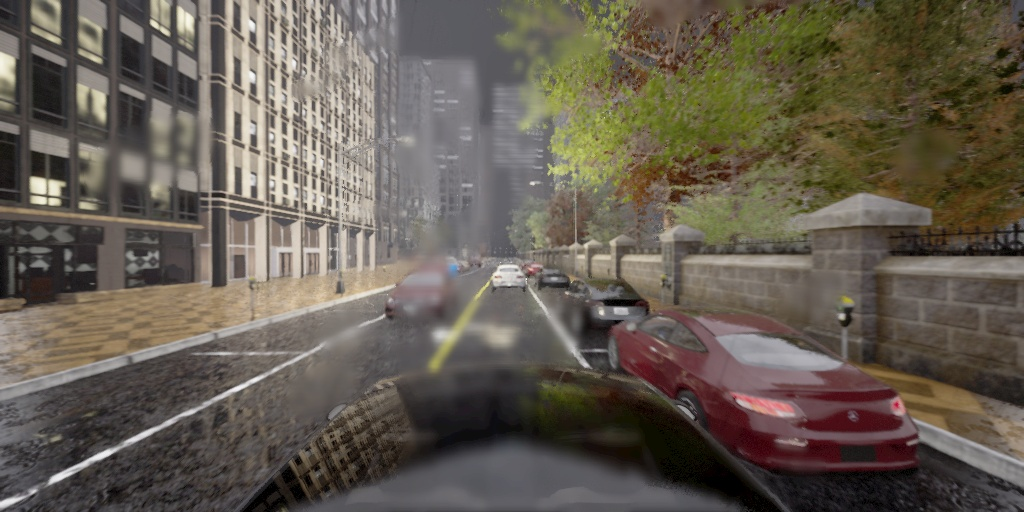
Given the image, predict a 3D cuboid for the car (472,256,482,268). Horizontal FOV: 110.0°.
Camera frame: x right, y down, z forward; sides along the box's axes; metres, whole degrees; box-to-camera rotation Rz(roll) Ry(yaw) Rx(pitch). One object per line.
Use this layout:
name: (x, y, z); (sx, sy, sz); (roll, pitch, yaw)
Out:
car: (-6.120, 0.966, 60.167); (2.192, 1.841, 5.009); (0, 0, -1)

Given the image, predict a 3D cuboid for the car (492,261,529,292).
car: (-0.170, 1.238, 21.050); (1.812, 1.442, 4.674); (0, 0, -1)

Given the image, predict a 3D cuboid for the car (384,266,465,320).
car: (-2.981, 1.269, 12.743); (1.812, 1.442, 4.674); (0, 0, -1)

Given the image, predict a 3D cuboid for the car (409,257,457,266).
car: (-5.793, 1.042, 26.923); (2.192, 1.841, 5.009); (0, 0, -1)

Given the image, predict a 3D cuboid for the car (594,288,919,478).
car: (2.548, 1.314, 4.740); (1.802, 1.307, 4.207); (0, 0, -1)

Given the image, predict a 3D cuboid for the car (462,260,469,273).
car: (-5.950, 1.285, 38.004); (1.802, 1.307, 4.207); (0, 0, -1)

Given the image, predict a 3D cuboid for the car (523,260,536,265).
car: (2.154, 1.258, 32.486); (1.802, 1.307, 4.207); (0, 0, -1)

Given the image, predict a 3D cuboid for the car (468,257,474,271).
car: (-6.026, 1.215, 43.374); (1.751, 1.417, 4.829); (0, 0, -1)

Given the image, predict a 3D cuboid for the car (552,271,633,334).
car: (2.469, 1.287, 10.289); (1.948, 1.339, 4.313); (0, 0, -1)

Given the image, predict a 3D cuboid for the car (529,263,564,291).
car: (2.311, 1.265, 21.388); (1.948, 1.339, 4.313); (0, 0, -1)

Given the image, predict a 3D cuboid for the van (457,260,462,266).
van: (-5.871, 1.056, 32.464); (1.690, 1.789, 3.998); (0, 0, -1)
